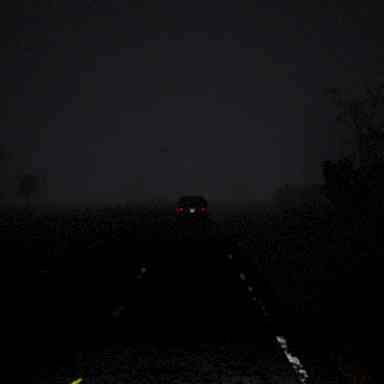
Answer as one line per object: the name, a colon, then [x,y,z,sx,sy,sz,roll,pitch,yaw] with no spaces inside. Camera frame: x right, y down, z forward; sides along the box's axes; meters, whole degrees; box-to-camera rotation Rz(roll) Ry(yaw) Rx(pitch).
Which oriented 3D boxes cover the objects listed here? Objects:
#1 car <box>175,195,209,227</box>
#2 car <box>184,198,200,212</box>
car: [0.017,1.252,23.356,2.150,2.045,5.566,0,0,0]
car: [-0.047,1.541,41.647,1.882,1.535,5.008,0,0,0]
